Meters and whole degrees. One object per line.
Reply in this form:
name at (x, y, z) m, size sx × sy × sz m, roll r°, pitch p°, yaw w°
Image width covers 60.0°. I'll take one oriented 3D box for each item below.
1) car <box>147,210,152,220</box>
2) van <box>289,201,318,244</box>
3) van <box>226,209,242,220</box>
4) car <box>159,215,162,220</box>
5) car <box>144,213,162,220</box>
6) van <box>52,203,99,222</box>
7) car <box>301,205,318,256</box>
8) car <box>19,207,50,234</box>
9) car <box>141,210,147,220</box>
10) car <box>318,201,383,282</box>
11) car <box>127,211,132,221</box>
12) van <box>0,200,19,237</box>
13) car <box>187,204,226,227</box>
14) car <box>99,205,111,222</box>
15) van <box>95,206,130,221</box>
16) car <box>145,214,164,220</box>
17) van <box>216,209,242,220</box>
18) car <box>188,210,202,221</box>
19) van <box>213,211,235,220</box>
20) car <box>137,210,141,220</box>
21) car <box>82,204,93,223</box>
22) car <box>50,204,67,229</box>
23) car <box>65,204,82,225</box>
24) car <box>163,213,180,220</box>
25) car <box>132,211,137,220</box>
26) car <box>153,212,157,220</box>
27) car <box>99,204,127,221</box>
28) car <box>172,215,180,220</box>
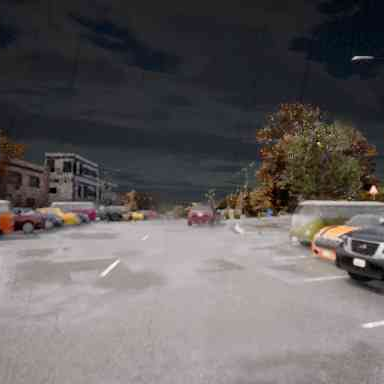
car at (-10.862, 4.632, 63.560) m, size 4.892 × 1.521 × 2.231 m, roll 1°, pitch -5°, yaw -19°
van at (6.313, 1.388, 14.437) m, size 4.442 × 1.987 × 1.878 m, roll 1°, pitch -1°, yaw -20°
van at (6.790, 4.147, 60.227) m, size 4.442 × 1.987 × 1.878 m, roll 2°, pitch -5°, yaw -19°
car at (-10.602, 6.049, 81.101) m, size 5.008 × 1.535 × 2.097 m, roll 1°, pitch -5°, yaw -19°
car at (-10.510, 6.650, 89.875) m, size 4.553 × 1.767 × 2.185 m, roll 1°, pitch -5°, yaw -19°
van at (-11.395, 1.982, 31.368) m, size 4.442 × 1.987 × 1.878 m, roll 0°, pitch -3°, yaw -20°
car at (6.446, 1.451, 11.493) m, size 4.553 × 1.767 × 2.185 m, roll 1°, pitch -1°, yaw -20°
car at (-11.374, 1.713, 19.706) m, size 5.008 × 1.535 × 2.097 m, roll 0°, pitch -2°, yaw -20°
car at (-11.132, 4.162, 57.650) m, size 5.366 × 1.575 × 1.946 m, roll 1°, pitch -4°, yaw -19°
car at (6.388, 1.296, 8.474) m, size 5.566 × 2.045 × 2.435 m, roll 1°, pitch 0°, yaw -20°
car at (-10.987, 3.018, 43.155) m, size 5.366 × 1.575 × 1.946 m, roll 1°, pitch -5°, yaw -19°
van at (-11.494, 1.415, 16.742) m, size 4.442 × 1.987 × 1.878 m, roll 0°, pitch -1°, yaw -20°
car at (1.180, 1.877, 27.450) m, size 2.097 × 1.767 × 4.553 m, roll 0°, pitch -3°, yaw 15°
car at (-11.247, 2.382, 34.312) m, size 4.892 × 1.521 × 2.231 m, roll 0°, pitch -3°, yaw -19°
van at (-11.018, 3.025, 46.080) m, size 4.442 × 1.987 × 1.878 m, roll 1°, pitch -5°, yaw -19°
car at (-10.440, 7.021, 92.794) m, size 4.892 × 1.521 × 2.231 m, roll 1°, pitch -5°, yaw -19°
van at (7.052, 4.390, 63.247) m, size 4.442 × 1.987 × 1.878 m, roll 2°, pitch -5°, yaw -19°
car at (0.392, 3.273, 45.765) m, size 1.812 × 1.442 × 4.674 m, roll 0°, pitch -5°, yaw 1°
van at (6.967, 5.085, 71.965) m, size 4.442 × 1.987 × 1.878 m, roll 2°, pitch -5°, yaw -19°
car at (-11.220, 3.703, 51.808) m, size 5.366 × 1.575 × 1.946 m, roll 1°, pitch -4°, yaw -19°
car at (-11.315, 2.056, 28.476) m, size 4.892 × 1.521 × 2.231 m, roll 0°, pitch -3°, yaw -20°
car at (-11.355, 1.807, 22.632) m, size 4.892 × 1.521 × 2.231 m, roll 0°, pitch -2°, yaw -20°
car at (-11.502, 1.917, 25.486) m, size 5.366 × 1.575 × 1.946 m, roll 0°, pitch -2°, yaw -20°
car at (-4.333, 5.316, 71.586) m, size 2.128 × 1.511 × 4.902 m, roll 0°, pitch -5°, yaw 1°
car at (-11.112, 3.507, 48.929) m, size 4.792 × 1.488 × 2.163 m, roll 1°, pitch -4°, yaw -19°
car at (-10.811, 4.847, 69.415) m, size 5.566 × 2.045 × 2.435 m, roll 1°, pitch -5°, yaw -19°
car at (-11.173, 2.540, 40.194) m, size 5.566 × 2.045 × 2.435 m, roll 1°, pitch -5°, yaw -19°
car at (-4.098, 6.676, 87.332) m, size 1.895 × 1.301 × 4.718 m, roll 0°, pitch -5°, yaw 1°
